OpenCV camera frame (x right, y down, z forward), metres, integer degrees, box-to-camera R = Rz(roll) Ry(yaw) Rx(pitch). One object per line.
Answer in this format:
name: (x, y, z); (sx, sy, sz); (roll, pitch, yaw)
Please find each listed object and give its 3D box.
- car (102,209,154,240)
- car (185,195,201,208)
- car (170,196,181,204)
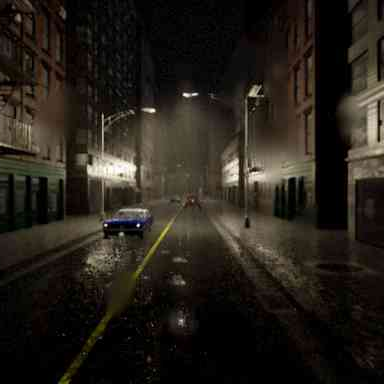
car: (-3.104, 1.552, 16.909); (1.895, 1.301, 4.718); (0, 0, 0)
car: (0.091, 1.226, 44.878); (2.097, 1.767, 4.553); (0, 0, 0)
car: (-3.013, 1.439, 60.777); (2.033, 1.411, 5.357); (0, 0, 0)
